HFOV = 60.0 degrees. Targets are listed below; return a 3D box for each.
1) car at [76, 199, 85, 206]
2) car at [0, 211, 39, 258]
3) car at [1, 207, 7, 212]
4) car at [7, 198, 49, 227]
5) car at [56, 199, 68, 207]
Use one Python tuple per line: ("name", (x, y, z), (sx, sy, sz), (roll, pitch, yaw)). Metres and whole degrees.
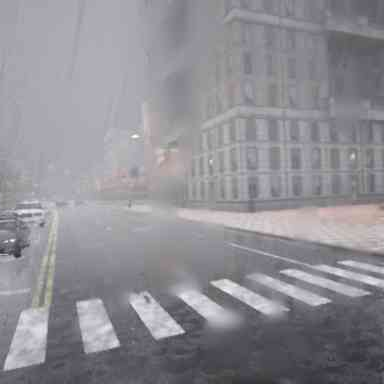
("car", (-26.731, 2.443, 79.328), (1.812, 1.442, 4.674), (-2, 0, -22))
("car", (-7.880, 1.814, 13.810), (2.128, 1.511, 4.902), (-2, 0, -20))
("car", (-23.029, 2.541, 42.453), (1.895, 1.301, 4.718), (-2, 0, -22))
("car", (-13.074, 1.755, 26.864), (2.150, 2.045, 5.566), (-2, 0, -22))
("car", (-30.616, 2.661, 78.473), (1.882, 1.535, 5.008), (-2, 0, -8))
